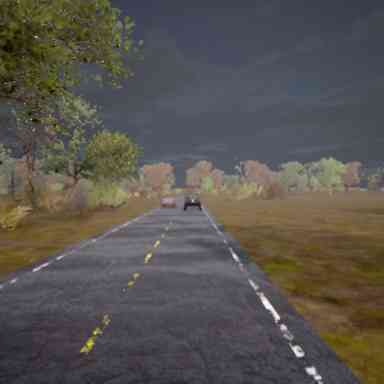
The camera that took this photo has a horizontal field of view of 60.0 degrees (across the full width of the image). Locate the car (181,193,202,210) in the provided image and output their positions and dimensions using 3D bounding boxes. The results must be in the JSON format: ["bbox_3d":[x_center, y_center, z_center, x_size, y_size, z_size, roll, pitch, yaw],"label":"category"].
[{"bbox_3d":[0.090,1.171,42.137,2.150,2.045,5.566,0,0,0],"label":"car"}]

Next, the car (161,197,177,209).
[{"bbox_3d":[-3.091,1.423,44.860,1.882,1.535,5.008,0,0,0],"label":"car"}]

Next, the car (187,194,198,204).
[{"bbox_3d":[0.081,1.261,63.536,2.097,1.767,4.553,0,0,0],"label":"car"}]
